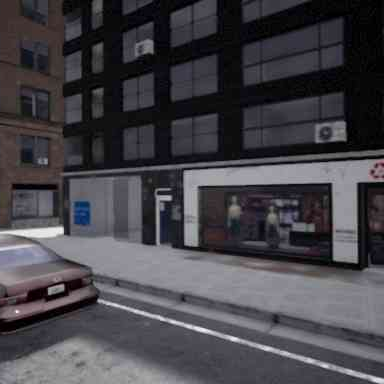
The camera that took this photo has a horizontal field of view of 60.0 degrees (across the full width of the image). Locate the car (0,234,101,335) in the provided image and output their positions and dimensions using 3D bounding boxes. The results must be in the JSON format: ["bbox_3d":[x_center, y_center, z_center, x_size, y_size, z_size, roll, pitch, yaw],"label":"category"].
[{"bbox_3d":[-4.165,1.579,6.661,5.357,1.411,2.033,0,0,36],"label":"car"}]
